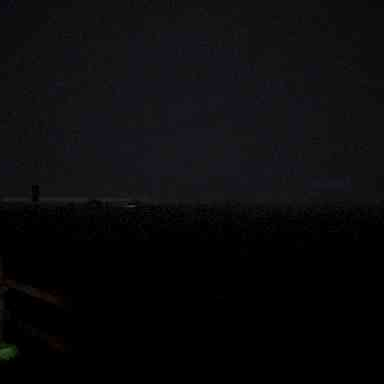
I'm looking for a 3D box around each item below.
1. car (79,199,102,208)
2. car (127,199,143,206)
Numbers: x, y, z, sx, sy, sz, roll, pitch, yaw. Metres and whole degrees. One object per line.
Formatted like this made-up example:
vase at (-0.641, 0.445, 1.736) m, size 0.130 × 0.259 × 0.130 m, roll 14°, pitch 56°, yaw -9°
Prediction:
car at (-16.174, 1.873, 53.470) m, size 1.812 × 1.442 × 4.674 m, roll 0°, pitch -1°, yaw 17°
car at (-11.623, 2.103, 67.869) m, size 1.994 × 1.385 × 4.181 m, roll 0°, pitch -1°, yaw 18°
